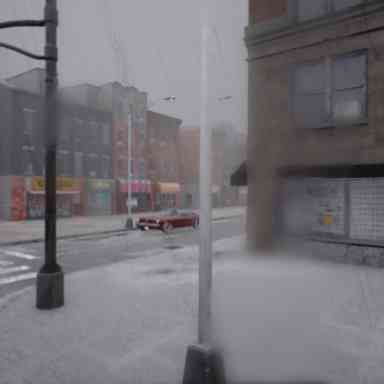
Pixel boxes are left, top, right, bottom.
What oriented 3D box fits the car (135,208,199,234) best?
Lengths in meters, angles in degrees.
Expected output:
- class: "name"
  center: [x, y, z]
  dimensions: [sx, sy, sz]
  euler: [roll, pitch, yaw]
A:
- class: "car"
  center: [-1.162, 1.635, 19.711]
  dimensions: [1.895, 1.301, 4.718]
  euler: [0, 0, 35]
